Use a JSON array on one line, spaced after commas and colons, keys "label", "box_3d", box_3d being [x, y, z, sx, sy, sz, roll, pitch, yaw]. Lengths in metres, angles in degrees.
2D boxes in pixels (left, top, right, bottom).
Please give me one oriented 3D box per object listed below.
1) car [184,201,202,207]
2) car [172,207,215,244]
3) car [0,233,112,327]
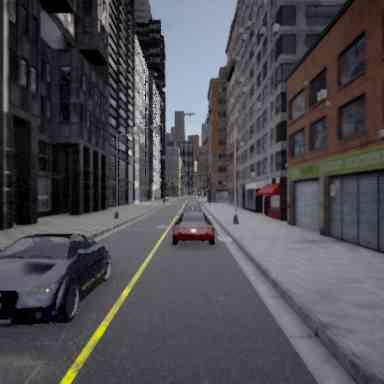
[{"label": "car", "box_3d": [0.087, 1.723, 36.404, 2.033, 1.411, 5.357, 0, 0, 0]}, {"label": "car", "box_3d": [0.074, 1.648, 16.410, 1.994, 1.385, 4.181, 0, 0, 0]}, {"label": "car", "box_3d": [-3.093, 1.602, 7.136, 1.994, 1.385, 4.181, 0, 0, 0]}]
